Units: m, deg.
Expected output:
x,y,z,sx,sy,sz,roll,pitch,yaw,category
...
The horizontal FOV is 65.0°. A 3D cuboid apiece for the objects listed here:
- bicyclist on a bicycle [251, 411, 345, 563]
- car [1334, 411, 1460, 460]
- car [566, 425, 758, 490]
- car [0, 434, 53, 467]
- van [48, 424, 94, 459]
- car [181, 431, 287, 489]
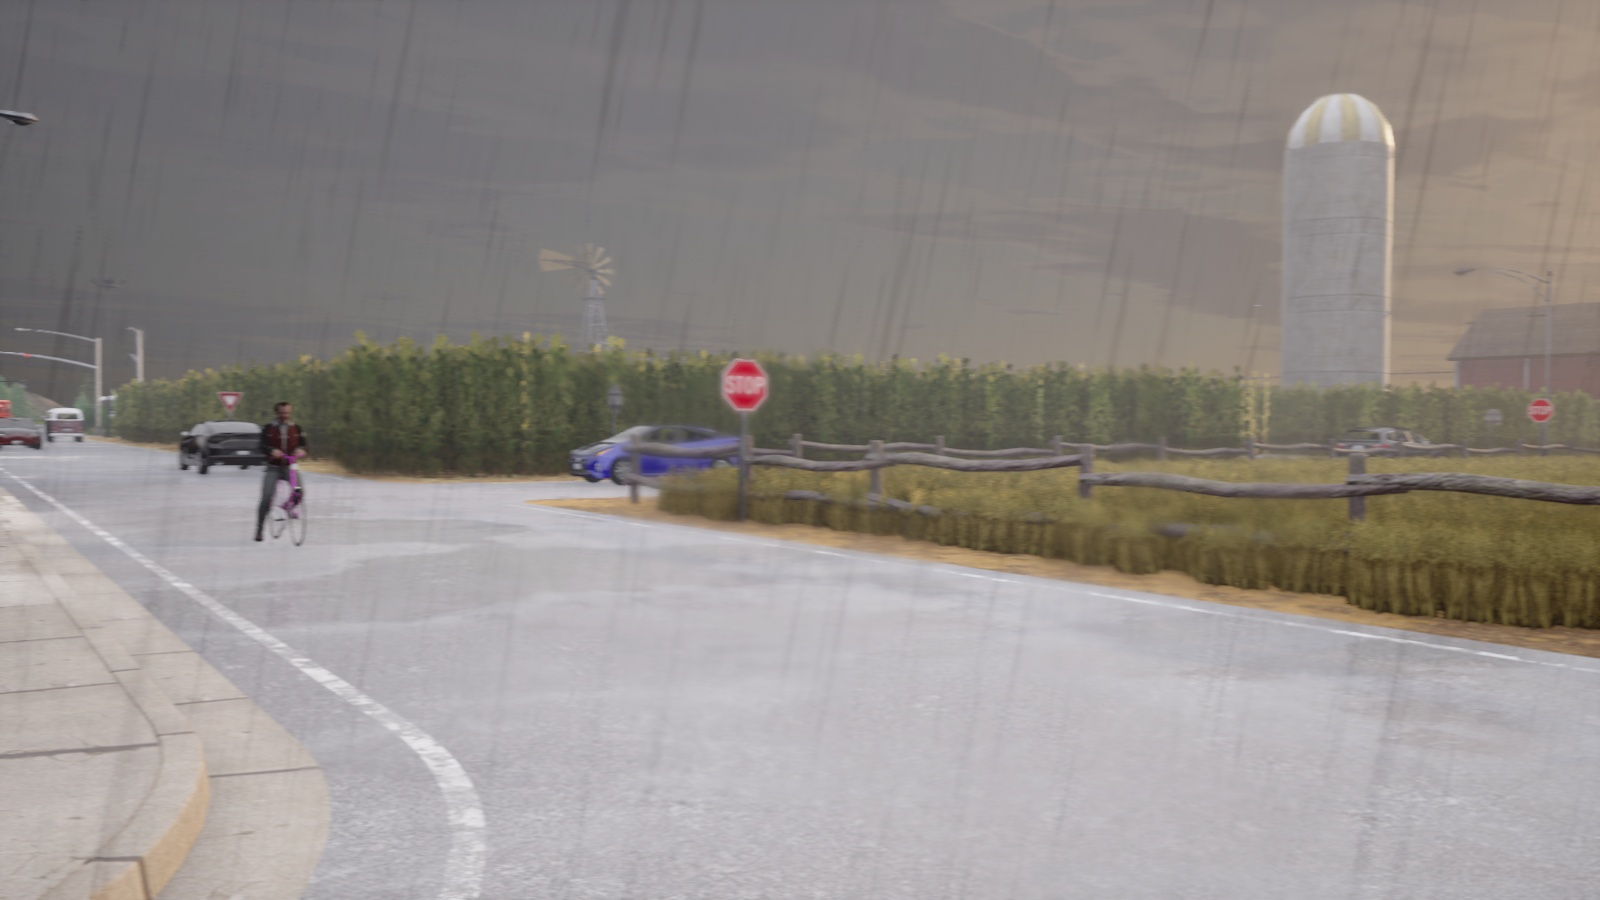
x,y,z,sx,sy,sz,roll,pitch,yaw,category
-6.268,0.423,15.620,0.659,1.776,1.843,-1,1,-35,bicyclist on a bicycle
22.190,-0.571,46.613,4.611,1.667,2.242,-2,2,-36,car
-3.532,0.146,32.525,4.514,1.525,2.007,-1,1,-35,car
-36.895,-0.010,59.555,2.163,1.488,4.792,-1,1,-35,car
-44.355,-0.542,76.365,2.069,2.038,4.480,-1,1,-35,van
-16.425,0.225,36.310,1.882,1.535,5.008,-1,1,-35,car
